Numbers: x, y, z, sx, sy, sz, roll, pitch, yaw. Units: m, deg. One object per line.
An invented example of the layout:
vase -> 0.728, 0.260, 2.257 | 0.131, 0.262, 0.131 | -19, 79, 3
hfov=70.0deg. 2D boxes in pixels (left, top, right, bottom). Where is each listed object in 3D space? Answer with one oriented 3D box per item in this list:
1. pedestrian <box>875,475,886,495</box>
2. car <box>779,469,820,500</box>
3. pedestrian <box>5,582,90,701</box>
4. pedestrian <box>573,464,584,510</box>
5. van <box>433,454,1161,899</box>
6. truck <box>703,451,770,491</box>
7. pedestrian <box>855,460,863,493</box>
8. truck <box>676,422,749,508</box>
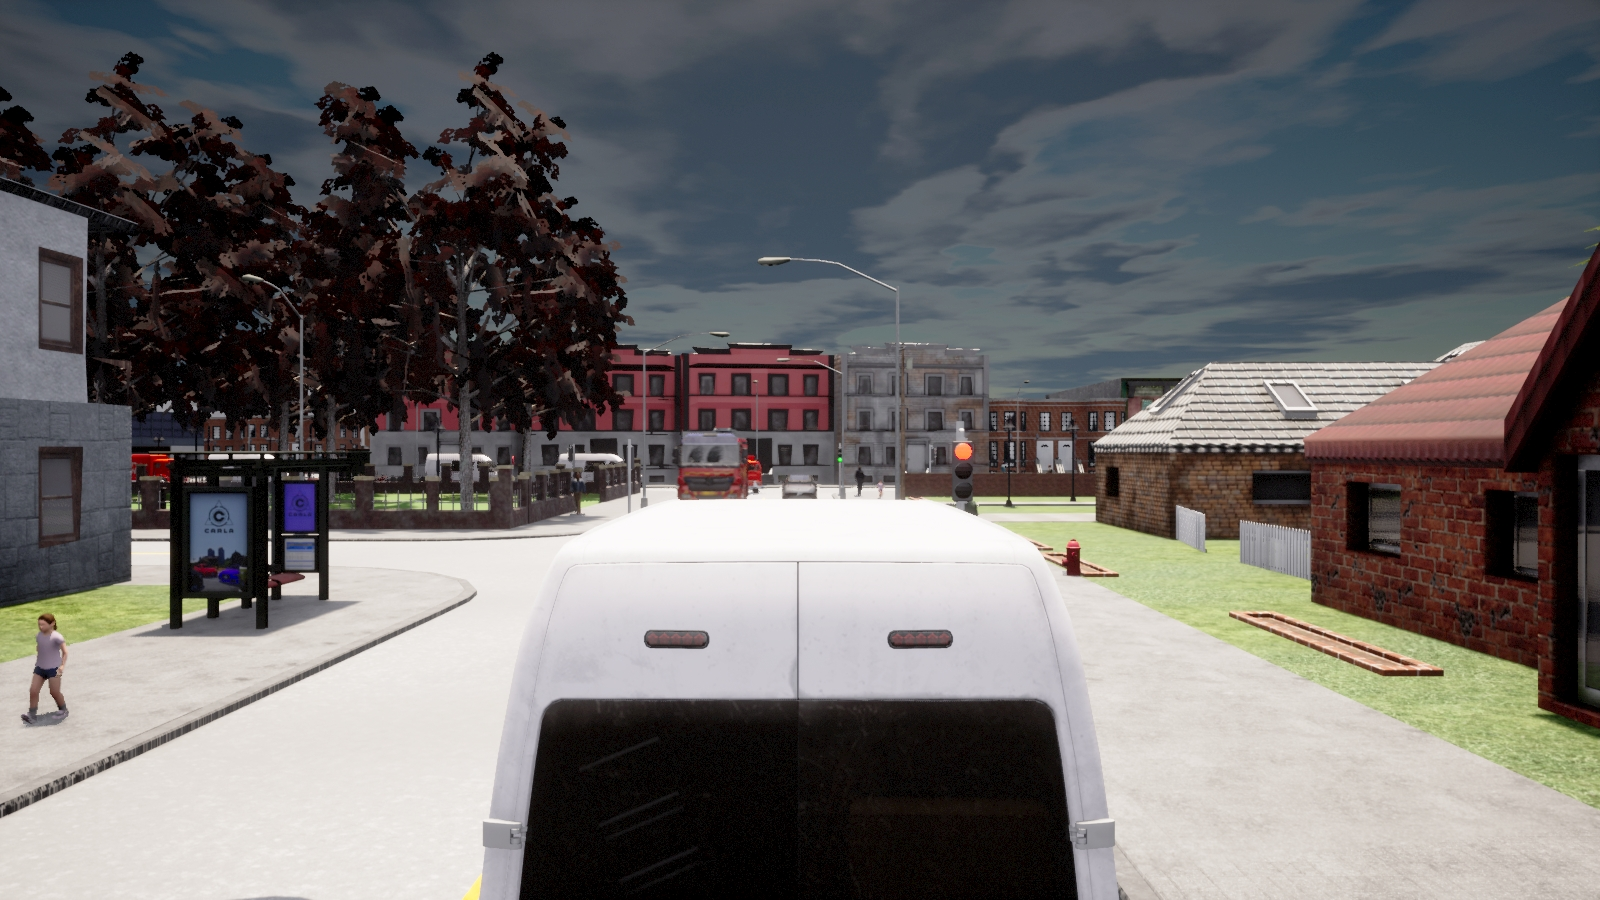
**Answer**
pedestrian -> 4.388, 1.898, 62.098 | 0.500, 1.100, 0.500 | 0, 0, -10
car -> -0.022, 1.828, 61.716 | 2.128, 1.511, 4.902 | 0, 0, 0
pedestrian -> -7.492, 1.896, 11.389 | 0.500, 1.100, 0.500 | 0, 0, 4
pedestrian -> -9.090, 1.526, 46.962 | 0.375, 1.860, 0.375 | 0, 0, 0
van -> -0.009, 1.315, 6.082 | 1.988, 2.561, 5.915 | 0, 0, 0
truck -> -4.163, 1.347, 73.676 | 2.627, 2.467, 5.204 | 1, 0, -24
pedestrian -> 3.382, 1.516, 65.458 | 0.375, 1.860, 0.375 | 0, 0, -9
truck -> -4.052, 0.670, 54.811 | 2.891, 3.827, 8.468 | 0, 0, 0
